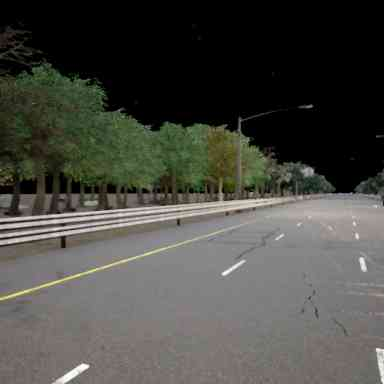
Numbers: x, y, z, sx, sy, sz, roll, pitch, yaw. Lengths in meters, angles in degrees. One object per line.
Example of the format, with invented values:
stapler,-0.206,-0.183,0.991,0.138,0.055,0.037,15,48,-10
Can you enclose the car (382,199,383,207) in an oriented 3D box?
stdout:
car,31.192,1.551,52.539,1.882,1.535,5.008,0,0,29
